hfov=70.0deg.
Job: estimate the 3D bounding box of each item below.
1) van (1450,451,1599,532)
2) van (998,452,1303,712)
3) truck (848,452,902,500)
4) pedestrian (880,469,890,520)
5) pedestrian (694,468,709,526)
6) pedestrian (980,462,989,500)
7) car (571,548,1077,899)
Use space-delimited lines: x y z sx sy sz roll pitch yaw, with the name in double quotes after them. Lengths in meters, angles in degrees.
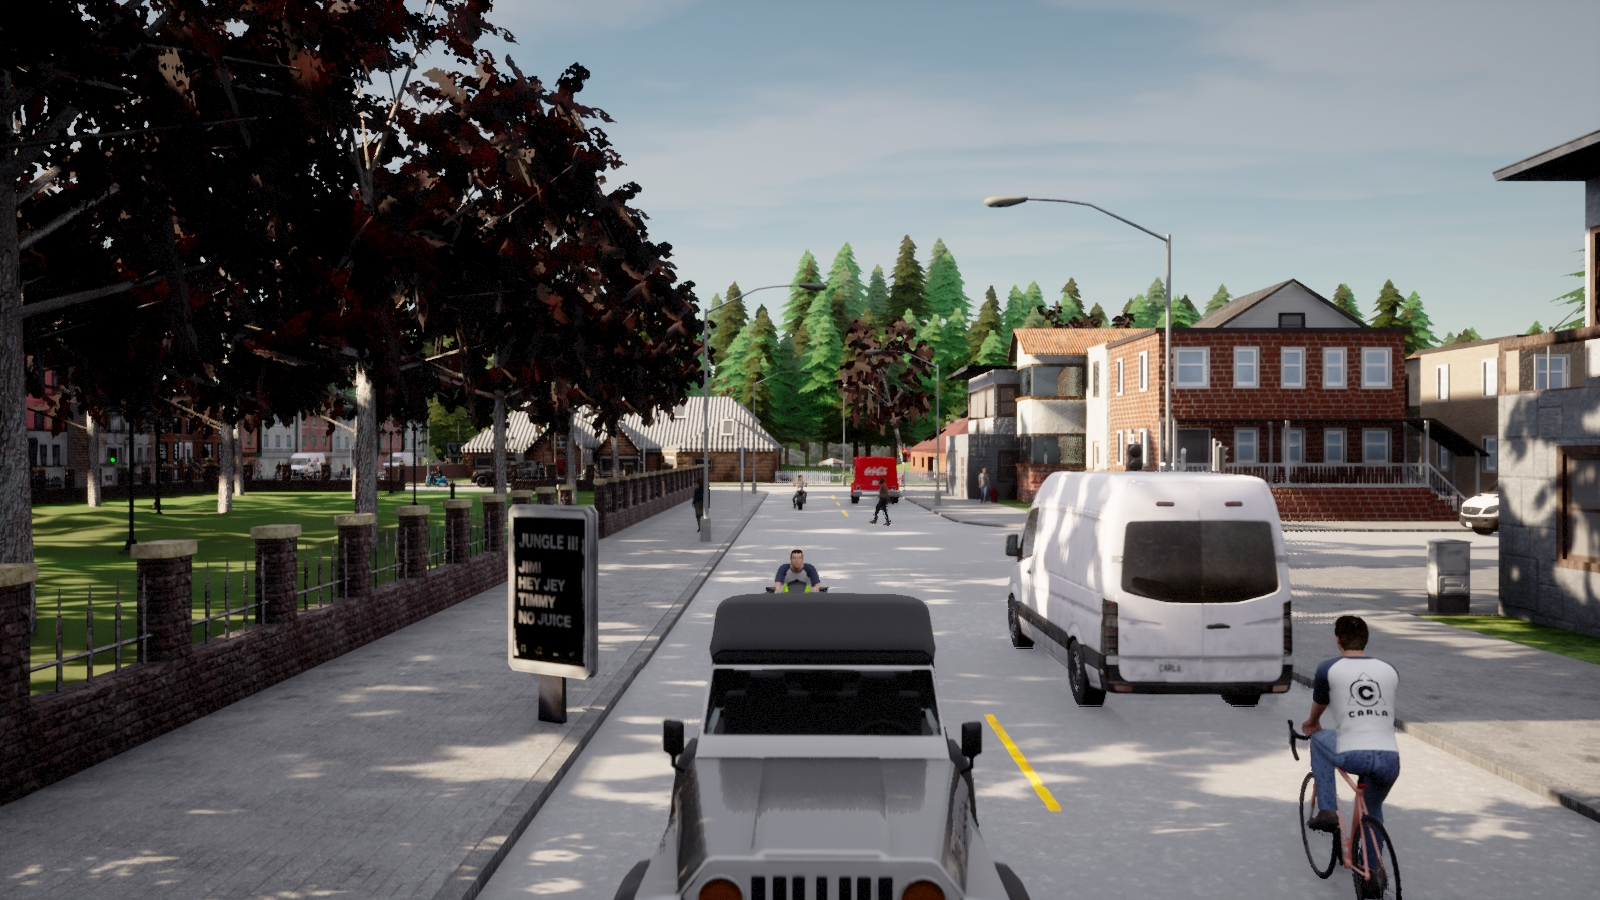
24.712 1.329 37.232 5.915 2.561 1.988 0 0 0 "van"
3.998 1.321 14.323 1.988 2.561 5.915 0 0 0 "van"
3.969 1.372 61.570 2.627 2.467 5.204 0 0 1 "truck"
3.125 1.645 41.941 0.375 1.860 0.375 0 0 4 "pedestrian"
-3.224 1.540 37.466 0.375 1.860 0.375 0 0 13 "pedestrian"
9.258 1.547 57.353 0.375 1.860 0.375 0 0 -4 "pedestrian"
0.125 1.641 6.236 1.905 1.878 3.866 0 0 1 "car"
